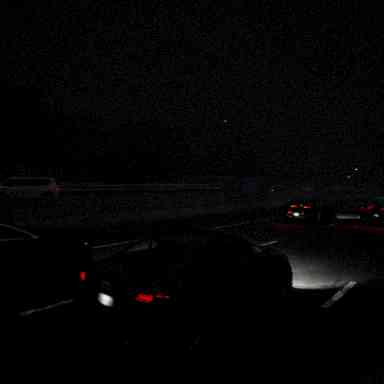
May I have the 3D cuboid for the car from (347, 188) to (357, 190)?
[{"bbox_3d":[32.534,-0.059,67.868,1.882,1.535,5.008,4,2,39],"label":"car"}]

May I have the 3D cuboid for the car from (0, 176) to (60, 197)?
[{"bbox_3d":[-12.388,-0.101,23.909,2.150,2.045,5.566,4,3,39],"label":"car"}]

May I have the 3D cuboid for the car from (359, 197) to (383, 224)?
[{"bbox_3d":[11.296,1.048,19.478,1.882,1.535,5.008,4,3,39],"label":"car"}]

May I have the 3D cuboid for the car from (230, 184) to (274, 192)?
[{"bbox_3d":[6.604,0.230,36.159,1.882,1.535,5.008,4,3,39],"label":"car"}]

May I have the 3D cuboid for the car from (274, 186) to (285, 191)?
[{"bbox_3d":[13.951,-0.311,56.200,1.882,1.535,5.008,4,3,40],"label":"car"}]

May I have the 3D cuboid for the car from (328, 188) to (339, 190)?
[{"bbox_3d":[29.821,-0.182,70.075,1.812,1.442,4.674,4,2,39],"label":"car"}]

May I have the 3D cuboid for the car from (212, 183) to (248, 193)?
[{"bbox_3d":[4.179,0.069,38.716,2.128,1.511,4.902,4,3,39],"label":"car"}]

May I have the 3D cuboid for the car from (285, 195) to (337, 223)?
[{"bbox_3d":[7.253,0.933,20.051,1.837,1.490,4.892,4,3,39],"label":"car"}]

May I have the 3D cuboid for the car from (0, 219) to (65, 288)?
[{"bbox_3d":[-4.156,1.112,6.042,2.128,1.511,4.902,4,3,39],"label":"car"}]

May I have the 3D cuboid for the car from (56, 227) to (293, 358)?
[{"bbox_3d":[0.164,1.330,5.816,1.994,1.385,4.181,4,3,39],"label":"car"}]

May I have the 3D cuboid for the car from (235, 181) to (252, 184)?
[{"bbox_3d":[7.969,-0.701,54.374,2.150,2.045,5.566,4,3,40],"label":"car"}]
